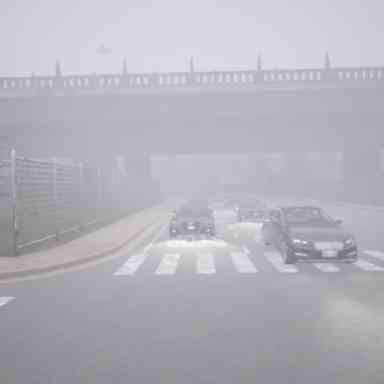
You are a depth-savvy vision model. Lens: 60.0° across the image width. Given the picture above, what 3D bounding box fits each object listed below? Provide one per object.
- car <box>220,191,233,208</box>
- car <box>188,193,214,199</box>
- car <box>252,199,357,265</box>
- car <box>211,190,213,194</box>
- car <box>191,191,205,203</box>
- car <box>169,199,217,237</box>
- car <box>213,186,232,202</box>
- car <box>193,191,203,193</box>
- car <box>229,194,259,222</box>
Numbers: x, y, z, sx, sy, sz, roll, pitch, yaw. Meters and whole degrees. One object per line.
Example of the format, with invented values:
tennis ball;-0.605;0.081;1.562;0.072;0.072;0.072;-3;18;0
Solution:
car;4.114;0.855;33.459;1.895;1.301;4.718;-1;1;2
car;0.357;1.051;25.040;2.033;1.411;5.357;-1;1;2
car;3.451;1.199;10.618;2.128;1.511;4.902;-1;1;2
car;5.268;-0.082;60.106;2.150;2.045;5.566;-2;0;-21
car;0.775;0.621;45.388;1.812;1.442;4.674;-1;1;-1
car;0.060;1.255;15.808;1.994;1.385;4.181;-1;1;3
car;4.249;0.399;43.830;2.097;1.767;4.553;-1;1;0
car;0.665;0.790;35.176;2.128;1.511;4.902;-1;1;2
car;3.749;1.063;21.361;1.994;1.385;4.181;-1;1;1
